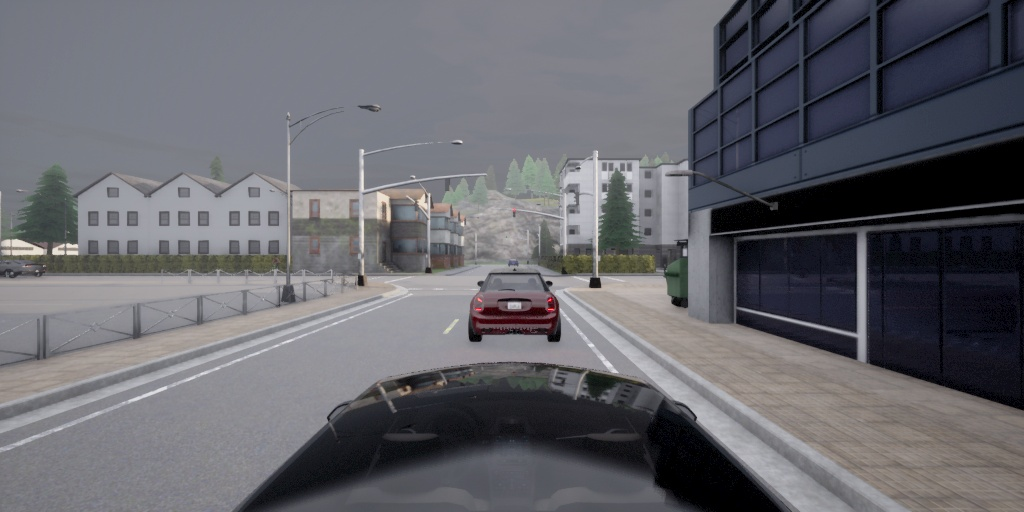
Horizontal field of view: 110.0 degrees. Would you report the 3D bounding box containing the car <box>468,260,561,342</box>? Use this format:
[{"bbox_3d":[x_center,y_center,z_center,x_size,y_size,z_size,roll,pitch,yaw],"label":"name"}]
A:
[{"bbox_3d":[0.081,1.102,9.928,2.097,1.767,4.553,0,0,1],"label":"car"}]

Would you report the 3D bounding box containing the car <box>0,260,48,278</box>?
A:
[{"bbox_3d":[-42.115,1.065,30.001,4.902,1.511,2.128,0,0,0],"label":"car"}]

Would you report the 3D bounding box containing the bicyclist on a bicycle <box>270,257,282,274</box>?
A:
[{"bbox_3d":[-22.226,0.874,33.761,0.582,1.620,1.656,0,0,0],"label":"bicyclist on a bicycle"}]
